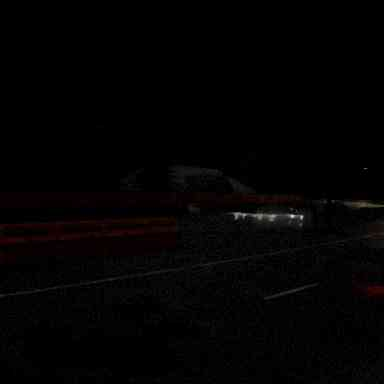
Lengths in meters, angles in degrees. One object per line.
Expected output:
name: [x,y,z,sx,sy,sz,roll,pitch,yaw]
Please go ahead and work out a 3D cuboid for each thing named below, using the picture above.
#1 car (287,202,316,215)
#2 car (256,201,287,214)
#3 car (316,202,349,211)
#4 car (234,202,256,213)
car: [13.738,1.964,40.311,1.837,1.490,4.892,0,0,41]
car: [10.544,1.932,41.974,1.882,1.535,5.008,0,0,42]
car: [16.381,1.935,38.011,1.882,1.535,5.008,0,-1,41]
car: [7.776,2.002,44.074,2.033,1.411,5.357,0,-1,42]
